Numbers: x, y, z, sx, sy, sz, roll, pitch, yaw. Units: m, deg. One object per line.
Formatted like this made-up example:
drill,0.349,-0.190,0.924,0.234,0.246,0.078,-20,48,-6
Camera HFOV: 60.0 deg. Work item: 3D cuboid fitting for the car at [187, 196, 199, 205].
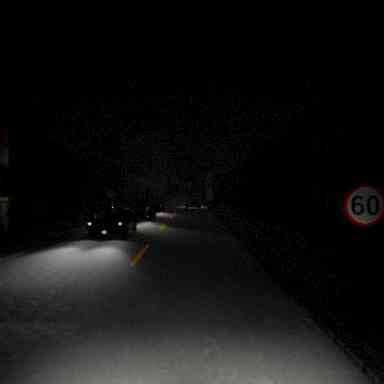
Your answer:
car,0.147,1.443,57.547,2.033,1.411,5.357,0,0,0

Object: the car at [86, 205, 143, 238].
car,-4.087,1.569,17.742,1.895,1.301,4.718,0,0,0

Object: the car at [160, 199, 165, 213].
car,-4.038,1.459,36.859,1.812,1.442,4.674,0,0,0

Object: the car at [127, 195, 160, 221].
car,-4.073,1.304,26.704,2.097,1.767,4.553,0,0,0

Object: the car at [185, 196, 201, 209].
car,0.138,1.447,43.517,1.812,1.442,4.674,0,0,0
